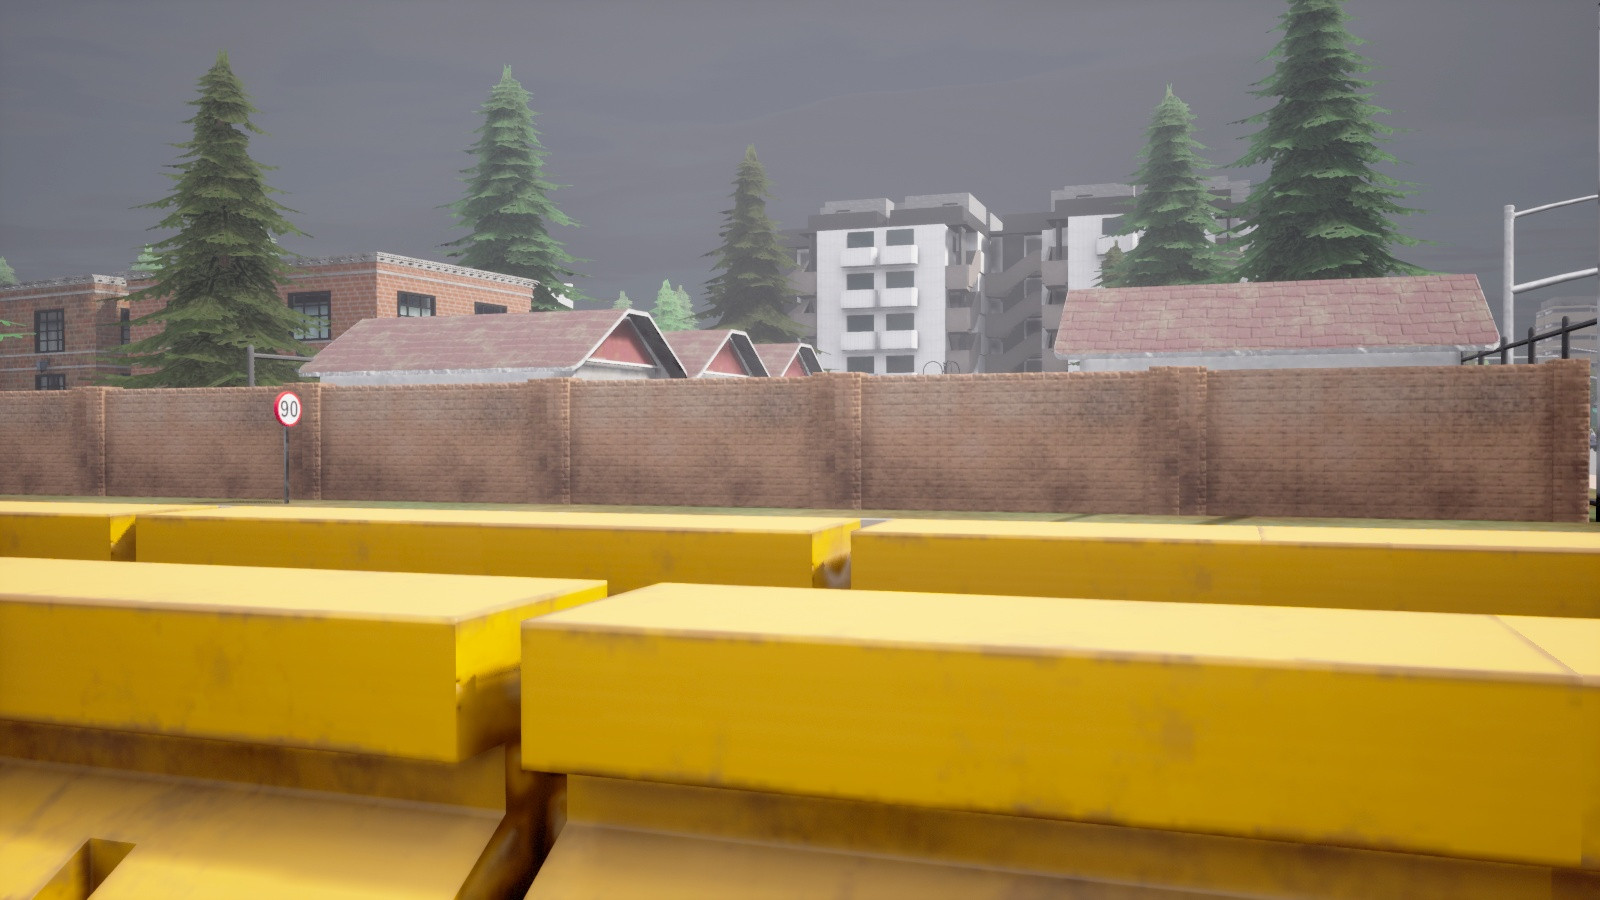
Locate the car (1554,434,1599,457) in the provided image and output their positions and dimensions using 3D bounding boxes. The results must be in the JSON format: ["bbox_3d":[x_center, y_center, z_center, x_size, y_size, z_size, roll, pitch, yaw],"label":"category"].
[{"bbox_3d":[50.429,-0.323,81.439,1.970,1.475,3.806,1,1,20],"label":"car"}]
